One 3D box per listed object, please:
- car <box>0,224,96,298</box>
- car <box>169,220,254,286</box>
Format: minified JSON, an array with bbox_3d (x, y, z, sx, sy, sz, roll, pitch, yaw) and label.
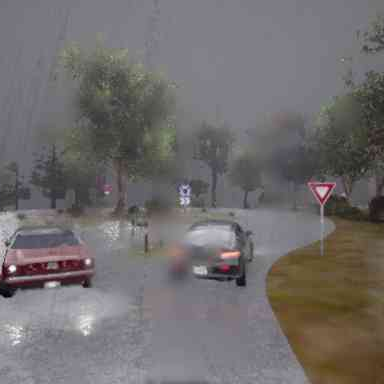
[{"bbox_3d":[-3.853,1.594,8.808,1.895,1.301,4.718,0,0,-27],"label":"car"},{"bbox_3d":[0.684,1.519,9.392,1.812,1.442,4.674,0,0,13],"label":"car"}]
